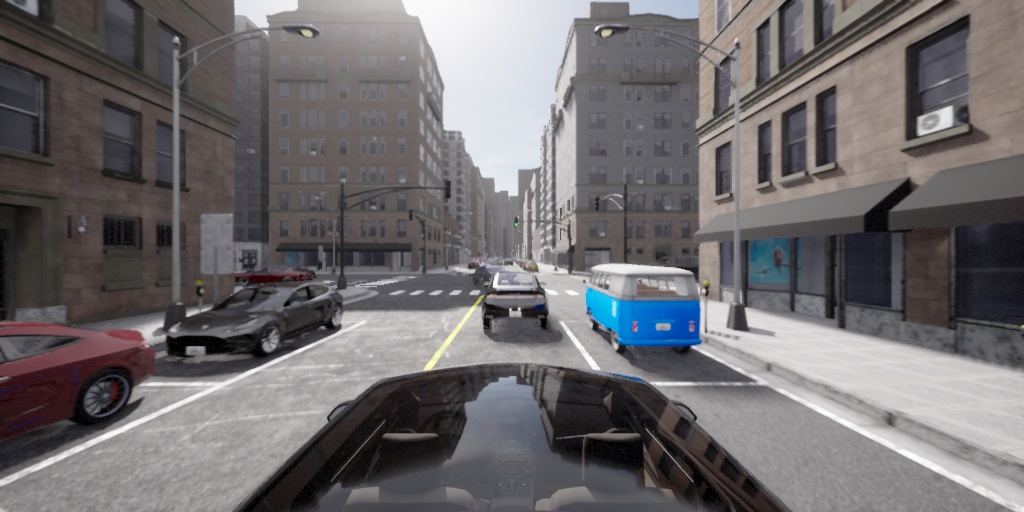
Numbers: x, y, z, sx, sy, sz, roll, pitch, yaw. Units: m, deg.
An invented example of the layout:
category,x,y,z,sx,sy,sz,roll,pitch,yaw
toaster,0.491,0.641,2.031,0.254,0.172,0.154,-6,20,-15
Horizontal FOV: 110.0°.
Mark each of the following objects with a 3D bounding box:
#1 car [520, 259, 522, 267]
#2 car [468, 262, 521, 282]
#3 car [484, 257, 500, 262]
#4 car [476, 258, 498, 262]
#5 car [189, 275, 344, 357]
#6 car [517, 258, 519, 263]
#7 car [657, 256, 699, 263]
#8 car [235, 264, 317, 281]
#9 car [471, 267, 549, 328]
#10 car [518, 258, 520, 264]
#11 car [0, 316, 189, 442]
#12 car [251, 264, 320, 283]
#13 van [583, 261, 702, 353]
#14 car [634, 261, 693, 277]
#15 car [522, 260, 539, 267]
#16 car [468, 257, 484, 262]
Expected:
category,x,y,z,sx,sy,sz,roll,pitch,yaw
car,2.569,1.278,53.332,1.967,1.591,4.097,0,0,-1
car,-1.477,1.340,24.488,2.033,1.411,5.357,0,0,-20
car,-3.412,1.349,57.849,1.837,1.490,4.892,0,0,-1
car,-3.313,1.378,48.150,2.033,1.411,5.357,0,0,-1
car,-5.669,1.329,8.606,1.948,1.339,4.313,0,0,0
car,2.416,1.418,64.383,1.948,1.339,4.313,0,0,-1
car,14.175,1.022,32.003,5.566,2.045,2.150,0,0,0
car,-16.602,1.384,24.930,4.718,1.301,1.895,0,0,-1
car,0.091,1.260,11.524,2.128,1.511,4.902,0,0,0
car,2.492,1.396,58.857,2.007,1.370,4.403,0,0,-1
car,-5.668,1.335,3.155,1.802,1.307,4.207,0,0,0
car,-17.689,1.342,28.178,4.181,1.385,1.994,0,0,-1
van,2.856,1.104,8.617,1.690,1.789,3.998,0,0,0
car,14.800,1.275,35.259,5.008,1.535,1.882,0,0,-1
car,2.643,1.356,47.977,1.751,1.417,4.829,0,0,-1
car,-6.032,1.160,58.740,2.192,1.841,5.009,0,0,-1
